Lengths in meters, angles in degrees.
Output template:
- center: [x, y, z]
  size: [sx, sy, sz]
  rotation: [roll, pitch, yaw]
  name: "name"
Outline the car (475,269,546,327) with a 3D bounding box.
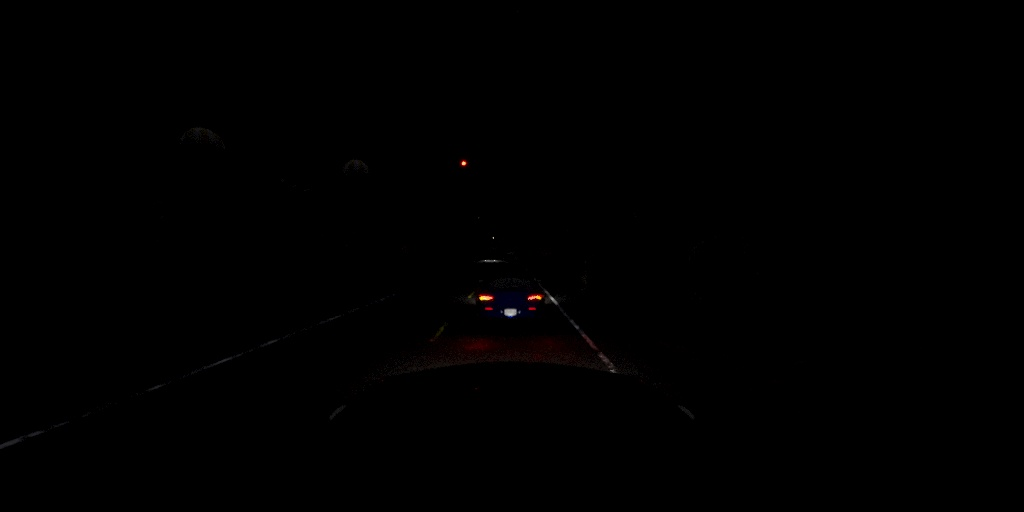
- center: [-0.049, 1.125, 10.799]
  size: [1.812, 1.442, 4.674]
  rotation: [0, 1, 0]
  name: "car"
